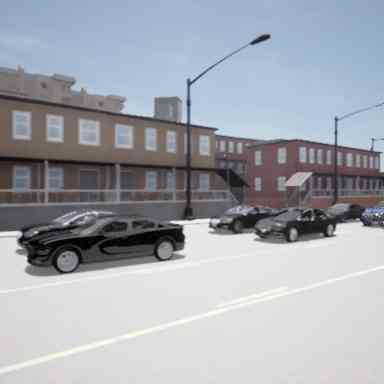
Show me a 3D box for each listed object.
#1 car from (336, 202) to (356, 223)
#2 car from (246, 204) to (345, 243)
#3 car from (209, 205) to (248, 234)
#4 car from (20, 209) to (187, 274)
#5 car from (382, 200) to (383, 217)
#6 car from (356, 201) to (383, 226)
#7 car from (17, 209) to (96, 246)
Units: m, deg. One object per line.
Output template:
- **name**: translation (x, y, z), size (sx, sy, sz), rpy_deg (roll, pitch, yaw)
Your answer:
- **car**: translation (11.435, 1.522, 25.028), size (4.674, 1.442, 1.812), rpy_deg (0, 0, -36)
- **car**: translation (5.161, 1.503, 16.265), size (4.892, 1.490, 1.837), rpy_deg (0, 0, -36)
- **car**: translation (3.186, 1.490, 19.152), size (4.902, 1.511, 2.128), rpy_deg (0, 0, -35)
- **car**: translation (-2.558, 1.477, 10.755), size (5.008, 1.535, 1.882), rpy_deg (0, 0, -33)
- **car**: translation (19.826, 1.500, 30.970), size (4.892, 1.490, 1.837), rpy_deg (0, 0, -35)
- **car**: translation (13.259, 1.349, 22.033), size (4.553, 1.767, 2.097), rpy_deg (0, 0, -35)
- **car**: translation (-4.439, 1.491, 13.714), size (4.902, 1.511, 2.128), rpy_deg (0, 0, -35)
